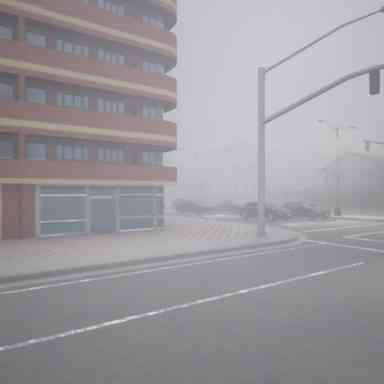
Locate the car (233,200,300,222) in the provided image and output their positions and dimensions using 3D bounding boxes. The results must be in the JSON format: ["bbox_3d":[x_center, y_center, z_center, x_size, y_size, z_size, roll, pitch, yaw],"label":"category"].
[{"bbox_3d":[5.828,1.501,26.696,1.837,1.490,4.892,0,0,-34],"label":"car"}]

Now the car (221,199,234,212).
[{"bbox_3d":[4.329,1.521,35.072,1.812,1.442,4.674,0,0,-34],"label":"car"}]

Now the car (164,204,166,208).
[{"bbox_3d":[-5.407,1.544,43.025,2.033,1.411,5.357,0,0,-34],"label":"car"}]

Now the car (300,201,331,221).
[{"bbox_3d":[9.264,1.521,27.901,1.812,1.442,4.674,0,0,-34],"label":"car"}]

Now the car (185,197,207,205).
[{"bbox_3d":[0.669,1.557,60.995,1.994,1.385,4.181,0,0,-35],"label":"car"}]

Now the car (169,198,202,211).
[{"bbox_3d":[-0.854,1.500,42.582,1.837,1.490,4.892,0,0,-35],"label":"car"}]

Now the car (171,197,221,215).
[{"bbox_3d":[0.306,1.541,34.726,2.033,1.411,5.357,0,0,-34],"label":"car"}]
